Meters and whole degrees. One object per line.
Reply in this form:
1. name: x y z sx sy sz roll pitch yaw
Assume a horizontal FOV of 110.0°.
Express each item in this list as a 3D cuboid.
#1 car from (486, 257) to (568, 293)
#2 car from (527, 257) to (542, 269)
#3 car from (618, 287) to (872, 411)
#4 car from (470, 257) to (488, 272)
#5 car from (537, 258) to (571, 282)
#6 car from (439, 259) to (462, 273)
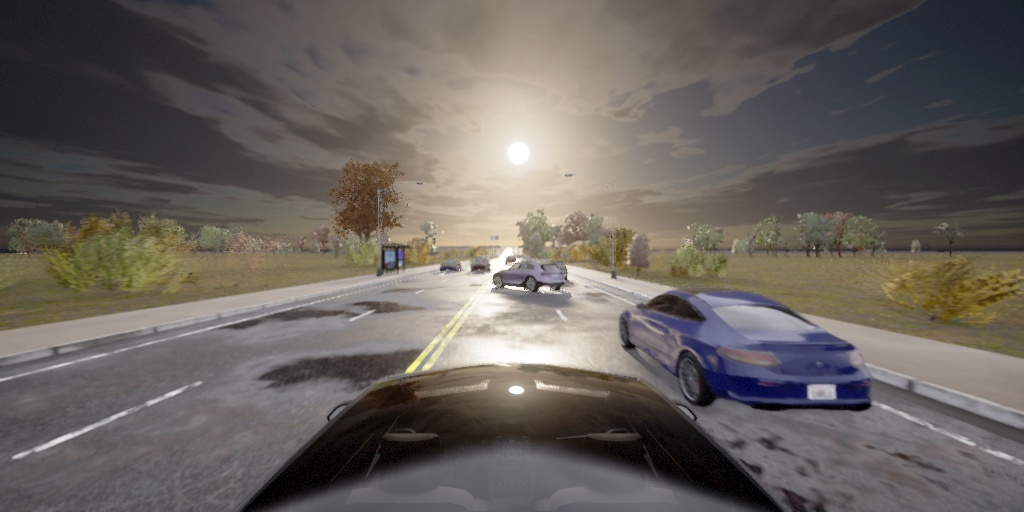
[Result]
1. car: 0.859 1.066 20.198 2.033 1.649 4.856 0 1 -38
2. car: 3.094 0.957 50.080 1.812 1.442 4.674 0 0 0
3. car: 3.248 1.249 6.065 1.812 1.442 4.674 0 0 0
4. car: -3.439 0.856 39.945 2.097 1.767 4.553 0 0 0
5. car: 3.182 1.015 28.079 2.033 1.649 4.856 0 0 0
6. car: -6.687 1.054 39.809 2.033 1.411 5.357 0 0 0
